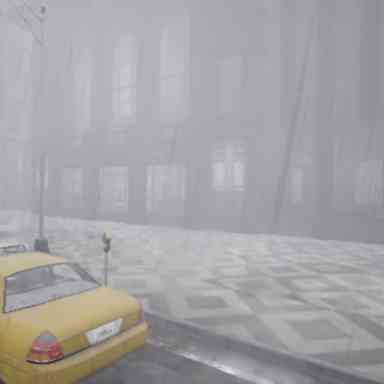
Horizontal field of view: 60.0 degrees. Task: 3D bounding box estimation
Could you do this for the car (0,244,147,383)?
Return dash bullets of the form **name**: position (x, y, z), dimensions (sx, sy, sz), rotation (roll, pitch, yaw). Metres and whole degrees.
- **car**: position (-2.837, 1.464, 4.983), dimensions (4.829, 1.417, 1.752), rotation (1, 1, 35)
